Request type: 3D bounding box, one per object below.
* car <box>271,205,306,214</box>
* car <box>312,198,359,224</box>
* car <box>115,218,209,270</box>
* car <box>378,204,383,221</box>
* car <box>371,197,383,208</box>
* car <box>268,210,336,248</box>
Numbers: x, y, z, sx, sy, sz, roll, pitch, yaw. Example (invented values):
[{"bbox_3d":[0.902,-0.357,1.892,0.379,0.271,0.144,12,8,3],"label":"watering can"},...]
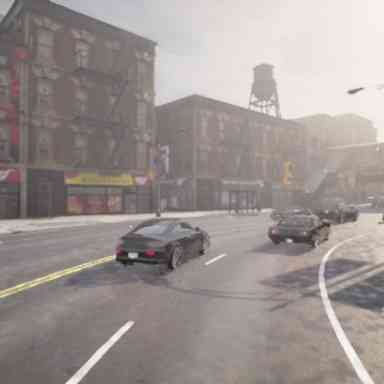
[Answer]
[{"bbox_3d":[8.962,1.895,30.299,4.181,1.385,1.994,1,-1,-42],"label":"car"},{"bbox_3d":[12.456,1.677,28.371,4.553,1.767,2.097,1,-1,-43],"label":"car"},{"bbox_3d":[-0.838,1.637,11.488,1.812,1.442,4.674,0,-1,21],"label":"car"},{"bbox_3d":[18.229,1.915,28.902,4.181,1.385,1.994,1,-1,-42],"label":"car"},{"bbox_3d":[36.142,1.983,63.302,5.566,2.045,2.435,1,-1,-42],"label":"car"},{"bbox_3d":[5.309,1.777,15.885,1.895,1.301,4.718,0,-1,32],"label":"car"}]
